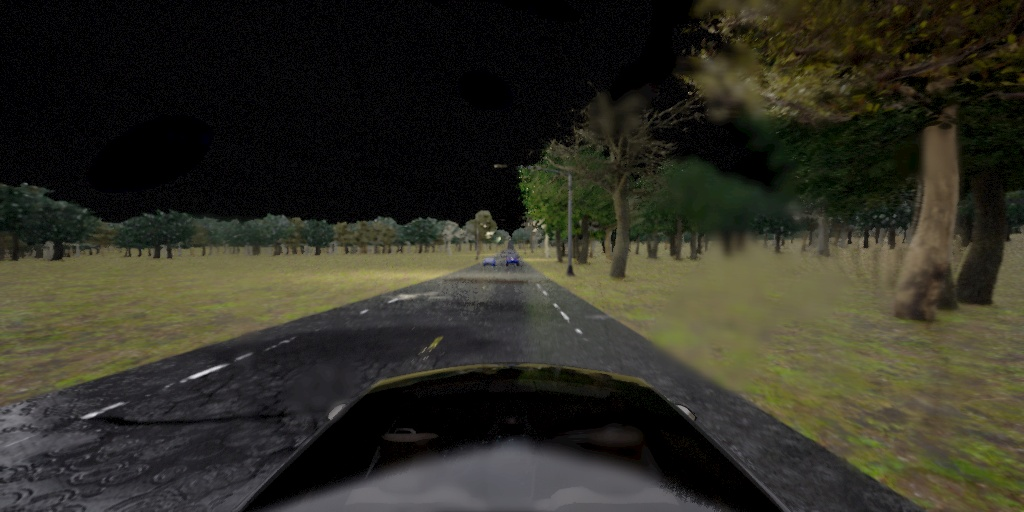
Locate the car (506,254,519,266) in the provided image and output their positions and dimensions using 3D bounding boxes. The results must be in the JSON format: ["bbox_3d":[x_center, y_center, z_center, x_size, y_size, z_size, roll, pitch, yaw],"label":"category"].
[{"bbox_3d":[0.066,0.591,62.772,2.150,2.045,5.566,0,1,0],"label":"car"}]

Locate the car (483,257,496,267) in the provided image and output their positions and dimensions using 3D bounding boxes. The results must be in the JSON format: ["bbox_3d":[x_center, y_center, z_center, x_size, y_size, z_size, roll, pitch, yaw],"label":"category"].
[{"bbox_3d":[-3.561,0.921,57.640,1.882,1.535,5.008,0,1,0],"label":"car"}]
